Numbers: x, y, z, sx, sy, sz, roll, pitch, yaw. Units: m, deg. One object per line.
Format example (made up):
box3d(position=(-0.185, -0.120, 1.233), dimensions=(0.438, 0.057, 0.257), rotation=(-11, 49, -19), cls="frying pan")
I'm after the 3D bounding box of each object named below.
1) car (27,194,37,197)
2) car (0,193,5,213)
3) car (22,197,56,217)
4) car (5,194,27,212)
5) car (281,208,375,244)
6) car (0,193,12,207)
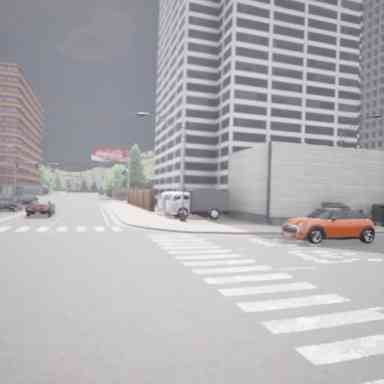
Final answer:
box3d(position=(-20.569, 1.018, 41.851), dimensions=(1.882, 1.535, 5.008), rotation=(2, 0, -16), cls="car")
box3d(position=(-15.002, 0.984, 23.189), dimensions=(2.097, 1.767, 4.553), rotation=(2, 0, -17), cls="car")
box3d(position=(-12.542, 1.334, 27.823), dimensions=(1.895, 1.301, 4.718), rotation=(2, 0, -17), cls="car")
box3d(position=(-17.713, 1.093, 32.181), dimensions=(1.837, 1.490, 4.892), rotation=(2, 0, -16), cls="car")
box3d(position=(6.860, 1.599, 16.876), dimensions=(4.553, 1.767, 2.097), rotation=(2, 0, -17), cls="car")
box3d(position=(-24.063, 0.904, 41.349), dimensions=(1.882, 1.535, 5.008), rotation=(2, 0, -16), cls="car")
